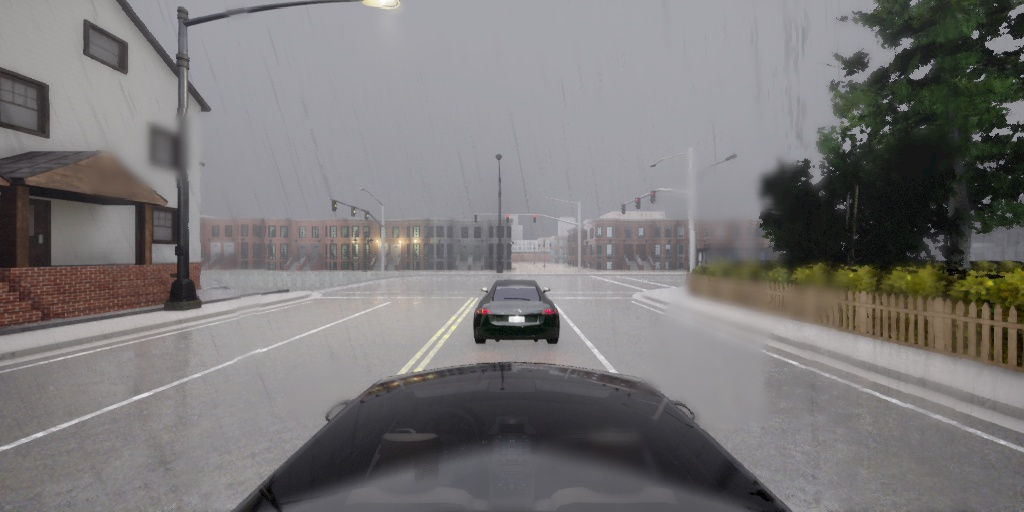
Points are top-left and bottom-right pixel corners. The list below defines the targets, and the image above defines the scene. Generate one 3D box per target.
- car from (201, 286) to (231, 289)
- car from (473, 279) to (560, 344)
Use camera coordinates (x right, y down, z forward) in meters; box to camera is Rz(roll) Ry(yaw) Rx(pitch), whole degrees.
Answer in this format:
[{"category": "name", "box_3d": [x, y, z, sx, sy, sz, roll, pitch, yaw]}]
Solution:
[{"category": "car", "box_3d": [-22.429, 3.308, 26.870, 5.566, 2.045, 2.150, -13, 1, -1]}, {"category": "car", "box_3d": [0.102, 1.314, 9.612, 1.994, 1.385, 4.181, 0, 0, 0]}]
